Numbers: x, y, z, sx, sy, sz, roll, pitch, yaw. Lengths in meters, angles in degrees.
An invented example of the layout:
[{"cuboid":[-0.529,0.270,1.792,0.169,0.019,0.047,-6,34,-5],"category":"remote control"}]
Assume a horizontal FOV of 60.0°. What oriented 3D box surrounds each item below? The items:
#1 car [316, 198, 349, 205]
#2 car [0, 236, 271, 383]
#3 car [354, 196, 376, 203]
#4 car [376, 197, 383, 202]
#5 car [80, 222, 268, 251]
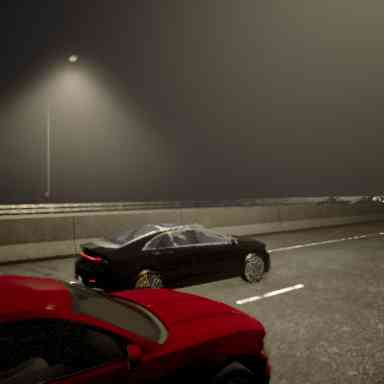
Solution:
[{"cuboid":[18.090,1.405,42.671,4.718,1.301,1.895,0,0,-35],"category":"car"},{"cuboid":[-1.494,1.477,2.682,5.008,1.535,1.882,-1,0,-35],"category":"car"},{"cuboid":[21.949,1.283,41.118,4.902,1.511,2.128,0,0,-35],"category":"car"},{"cuboid":[23.981,1.014,38.272,5.566,2.045,2.150,0,0,-35],"category":"car"},{"cuboid":[-0.214,1.472,7.894,4.902,1.511,2.128,0,0,-36],"category":"car"}]
